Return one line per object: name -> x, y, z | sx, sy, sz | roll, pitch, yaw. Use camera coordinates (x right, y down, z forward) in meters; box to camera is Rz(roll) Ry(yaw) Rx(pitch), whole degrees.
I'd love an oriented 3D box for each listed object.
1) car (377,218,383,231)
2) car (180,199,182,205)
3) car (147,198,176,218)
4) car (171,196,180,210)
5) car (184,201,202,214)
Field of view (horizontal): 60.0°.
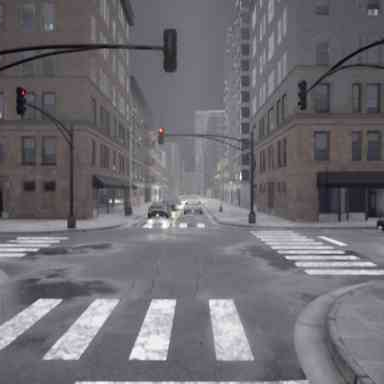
car -> 12.372, 1.556, 18.002 | 4.313, 1.339, 1.947 | 0, 0, 0
car -> -2.804, 1.524, 55.684 | 1.837, 1.490, 4.892 | 0, 0, 0
car -> -2.842, 1.543, 30.102 | 2.033, 1.411, 5.357 | 0, 0, 0
car -> -2.834, 1.505, 40.256 | 1.837, 1.490, 4.892 | 0, 0, 0
car -> 0.110, 1.599, 35.871 | 1.895, 1.301, 4.718 | 0, 0, 0
